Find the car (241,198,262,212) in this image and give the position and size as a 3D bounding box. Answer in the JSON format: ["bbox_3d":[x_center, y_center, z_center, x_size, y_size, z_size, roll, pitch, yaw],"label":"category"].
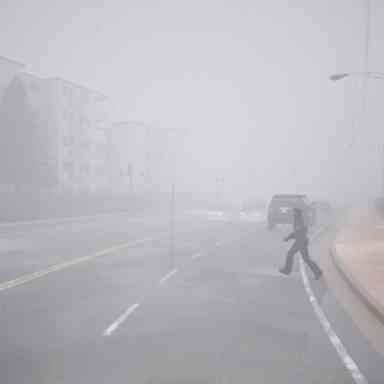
[{"bbox_3d":[7.143,1.453,38.114,1.837,1.490,4.892,0,0,27],"label":"car"}]

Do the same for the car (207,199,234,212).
[{"bbox_3d":[3.315,1.512,38.326,1.994,1.385,4.181,0,0,27],"label":"car"}]

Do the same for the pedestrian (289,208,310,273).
[{"bbox_3d":[2.768,1.282,8.571,0.375,1.860,0.375,0,0,15],"label":"pedestrian"}]

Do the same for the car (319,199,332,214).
[{"bbox_3d":[13.451,1.445,34.660,2.128,1.511,4.902,0,0,27],"label":"car"}]

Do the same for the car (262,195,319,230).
[{"bbox_3d":[6.235,1.187,20.507,2.150,2.045,5.566,0,-1,27],"label":"car"}]
